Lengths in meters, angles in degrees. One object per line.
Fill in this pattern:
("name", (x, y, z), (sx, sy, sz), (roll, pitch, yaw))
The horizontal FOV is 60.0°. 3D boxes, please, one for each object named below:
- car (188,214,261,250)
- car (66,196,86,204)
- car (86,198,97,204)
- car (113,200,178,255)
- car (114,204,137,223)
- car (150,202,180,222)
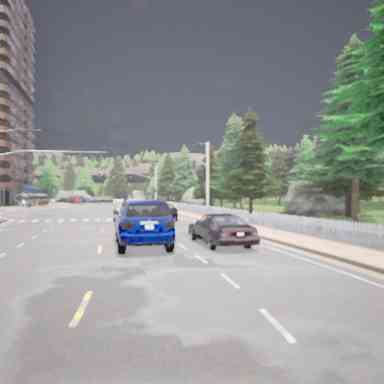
("car", (1.246, 1.687, 15.168), (2.033, 1.411, 5.357), (0, -1, -14))
("car", (-30.294, 2.076, 86.622), (2.150, 2.045, 5.566), (0, -1, -38))
("car", (-28.389, 2.354, 89.758), (1.882, 1.535, 5.008), (0, -1, -43))
("car", (-2.155, 1.354, 14.340), (2.150, 2.045, 5.566), (0, 0, -14))
("car", (-5.920, 1.807, 29.248), (1.812, 1.442, 4.674), (0, 0, -14))
("car", (-2.546, 1.762, 30.188), (1.882, 1.535, 5.008), (0, 0, -14))
